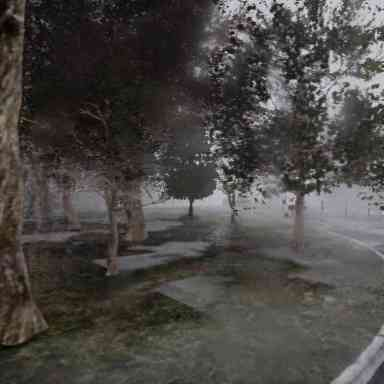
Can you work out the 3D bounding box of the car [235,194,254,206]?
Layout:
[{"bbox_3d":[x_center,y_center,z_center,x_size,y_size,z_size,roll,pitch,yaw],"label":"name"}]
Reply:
[{"bbox_3d":[8.393,1.277,52.630,2.150,2.045,5.566,0,-1,11],"label":"car"}]

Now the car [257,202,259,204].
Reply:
[{"bbox_3d":[13.728,2.239,75.461,1.994,1.385,4.181,0,-2,14],"label":"car"}]

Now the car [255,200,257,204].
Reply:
[{"bbox_3d":[10.623,1.892,63.104,2.033,1.411,5.357,0,-2,14],"label":"car"}]

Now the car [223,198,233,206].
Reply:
[{"bbox_3d":[7.011,1.766,62.046,1.882,1.535,5.008,0,-1,14],"label":"car"}]

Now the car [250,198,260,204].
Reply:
[{"bbox_3d":[15.830,2.295,83.825,2.128,1.511,4.902,0,-2,14],"label":"car"}]

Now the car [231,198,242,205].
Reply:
[{"bbox_3d":[10.069,2.101,74.236,1.882,1.535,5.008,0,-2,14],"label":"car"}]
